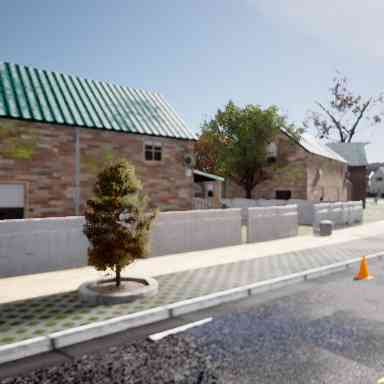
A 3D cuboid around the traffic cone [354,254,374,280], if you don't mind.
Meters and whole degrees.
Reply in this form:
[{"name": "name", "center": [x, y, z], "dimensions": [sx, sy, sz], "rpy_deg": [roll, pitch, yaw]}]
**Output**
[{"name": "traffic cone", "center": [4.428, 1.906, 8.568], "dimensions": [0.340, 0.580, 0.340], "rpy_deg": [0, 0, -37]}]
